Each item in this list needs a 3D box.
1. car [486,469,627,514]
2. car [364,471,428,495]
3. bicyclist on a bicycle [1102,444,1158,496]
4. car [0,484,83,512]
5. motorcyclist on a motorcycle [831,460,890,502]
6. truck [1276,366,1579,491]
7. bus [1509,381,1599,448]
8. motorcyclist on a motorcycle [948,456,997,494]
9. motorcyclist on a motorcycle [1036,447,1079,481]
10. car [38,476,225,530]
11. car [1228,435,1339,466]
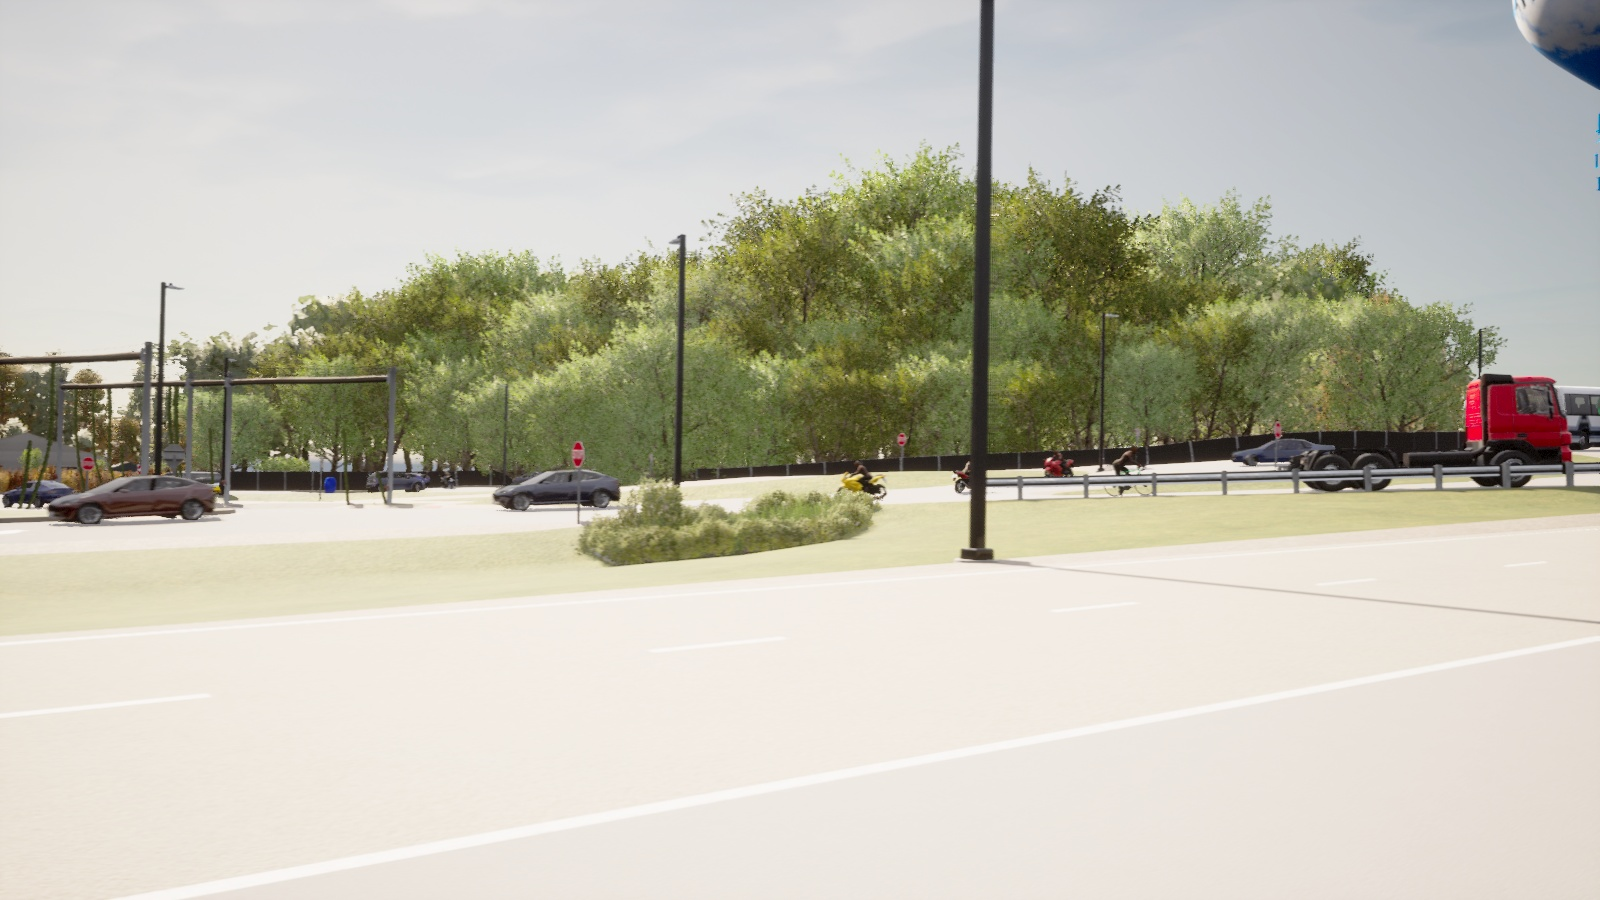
[{"bbox_3d":[-9.153,1.514,47.192,4.792,1.488,2.163,-1,0,-27],"label":"car"},{"bbox_3d":[-29.118,2.381,90.592,3.988,1.617,1.851,0,-1,-38],"label":"car"},{"bbox_3d":[10.703,0.647,40.673,1.656,1.620,0.582,-2,-2,19],"label":"bicyclist on a bicycle"},{"bbox_3d":[-40.781,2.550,67.405,4.674,1.442,1.812,-1,-2,29],"label":"car"},{"bbox_3d":[2.288,1.161,47.396,2.044,1.523,0.797,-2,-2,19],"label":"motorcyclist on a motorcycle"},{"bbox_3d":[19.306,-0.589,39.220,7.936,3.462,2.891,-2,-1,14],"label":"truck"},{"bbox_3d":[52.405,-2.341,84.330,10.273,4.253,3.944,-1,1,-32],"label":"bus"},{"bbox_3d":[7.370,1.040,53.657,2.044,1.523,0.797,-2,1,-35],"label":"motorcyclist on a motorcycle"},{"bbox_3d":[12.613,0.682,61.455,2.044,1.523,0.797,-3,2,-34],"label":"motorcyclist on a motorcycle"},{"bbox_3d":[-21.243,1.643,40.039,2.163,1.488,4.792,0,0,42],"label":"car"},{"bbox_3d":[25.865,0.011,67.349,5.357,1.411,2.033,-2,1,16],"label":"car"}]
